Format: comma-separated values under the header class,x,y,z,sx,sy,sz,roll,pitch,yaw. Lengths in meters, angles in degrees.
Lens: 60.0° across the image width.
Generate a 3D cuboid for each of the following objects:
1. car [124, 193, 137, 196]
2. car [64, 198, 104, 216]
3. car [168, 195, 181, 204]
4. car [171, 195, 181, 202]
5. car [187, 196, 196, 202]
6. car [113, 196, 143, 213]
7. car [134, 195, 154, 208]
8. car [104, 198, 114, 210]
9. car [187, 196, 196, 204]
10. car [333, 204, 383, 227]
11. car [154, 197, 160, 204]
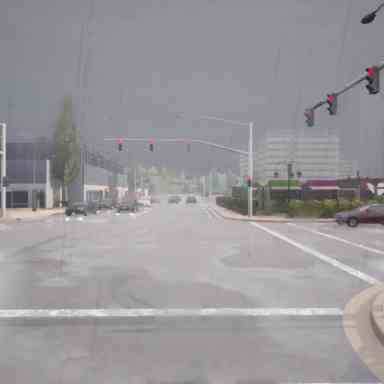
class,x,y,z,sx,sy,sz,roll,pitch,yaw
car,-10.679,1.222,57.494,2.150,2.045,5.566,0,0,0
car,-10.654,1.547,32.583,2.033,1.411,5.357,0,0,0
car,-3.608,1.547,64.559,2.033,1.411,5.357,0,0,0
car,-3.625,1.425,74.832,1.994,1.385,4.181,0,0,0
car,-0.125,1.468,74.870,1.895,1.301,4.718,0,0,0
car,-7.163,1.505,37.675,1.837,1.490,4.892,0,0,0
car,-7.173,1.526,48.844,1.812,1.442,4.674,0,0,0
car,-10.669,1.503,42.136,1.837,1.490,4.892,0,0,0
car,-0.108,1.491,64.565,2.128,1.511,4.902,0,0,0
car,11.769,1.526,21.917,4.674,1.442,1.812,0,0,1
car,-7.164,1.564,62.417,1.994,1.385,4.181,0,0,0
